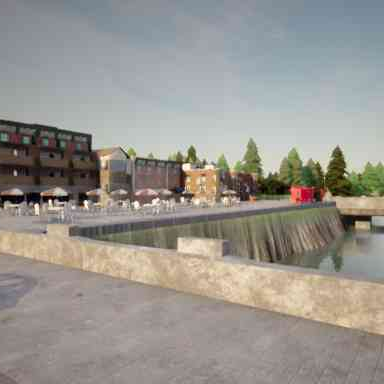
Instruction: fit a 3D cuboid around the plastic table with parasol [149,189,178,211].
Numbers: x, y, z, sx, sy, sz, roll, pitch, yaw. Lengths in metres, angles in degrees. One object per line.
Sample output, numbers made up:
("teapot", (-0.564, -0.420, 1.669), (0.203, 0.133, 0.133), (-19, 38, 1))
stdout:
("plastic table with parasol", (-3.388, 0.911, 39.511), (2.482, 2.480, 2.482), (0, 0, 36))
